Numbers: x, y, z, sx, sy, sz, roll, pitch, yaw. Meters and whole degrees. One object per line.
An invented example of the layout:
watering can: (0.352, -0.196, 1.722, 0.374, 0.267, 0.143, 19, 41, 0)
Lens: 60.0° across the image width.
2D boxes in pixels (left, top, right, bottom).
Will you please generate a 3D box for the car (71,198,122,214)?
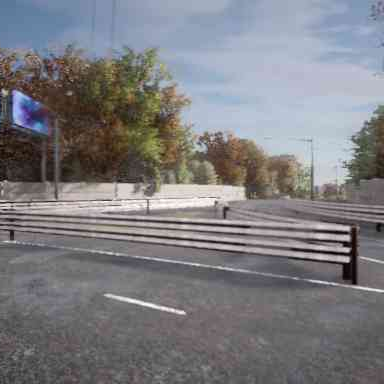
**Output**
car: (-9.136, 1.393, 32.000, 4.892, 1.490, 1.837, -1, 1, -35)
